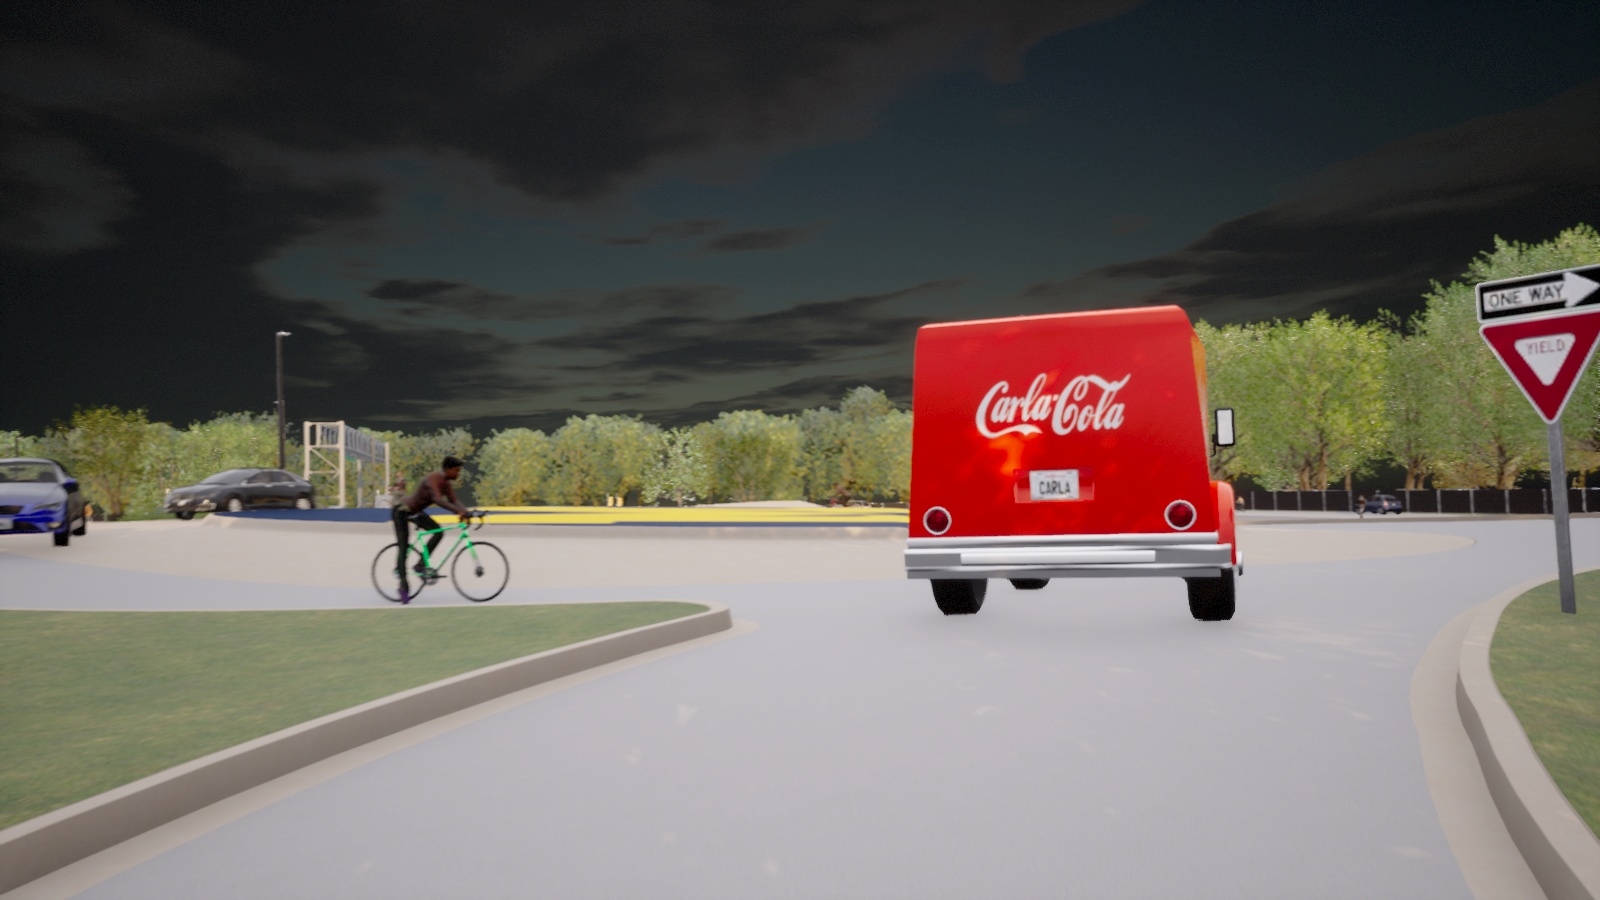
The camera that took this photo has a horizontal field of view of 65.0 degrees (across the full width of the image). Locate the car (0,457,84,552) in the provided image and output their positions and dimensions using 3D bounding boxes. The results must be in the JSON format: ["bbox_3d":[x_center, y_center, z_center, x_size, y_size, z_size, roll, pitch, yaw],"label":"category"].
[{"bbox_3d":[-13.549,0.876,21.598,1.816,1.474,4.193,0,0,-25],"label":"car"}]

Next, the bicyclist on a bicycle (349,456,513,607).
[{"bbox_3d":[-4.091,0.902,13.946,1.656,1.620,0.582,-1,-3,10],"label":"bicyclist on a bicycle"}]

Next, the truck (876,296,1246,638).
[{"bbox_3d":[2.772,0.219,11.952,2.627,2.467,5.204,-3,-2,20],"label":"truck"}]

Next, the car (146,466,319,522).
[{"bbox_3d":[-16.337,1.275,36.478,1.837,1.490,4.892,-2,-2,16],"label":"car"}]
